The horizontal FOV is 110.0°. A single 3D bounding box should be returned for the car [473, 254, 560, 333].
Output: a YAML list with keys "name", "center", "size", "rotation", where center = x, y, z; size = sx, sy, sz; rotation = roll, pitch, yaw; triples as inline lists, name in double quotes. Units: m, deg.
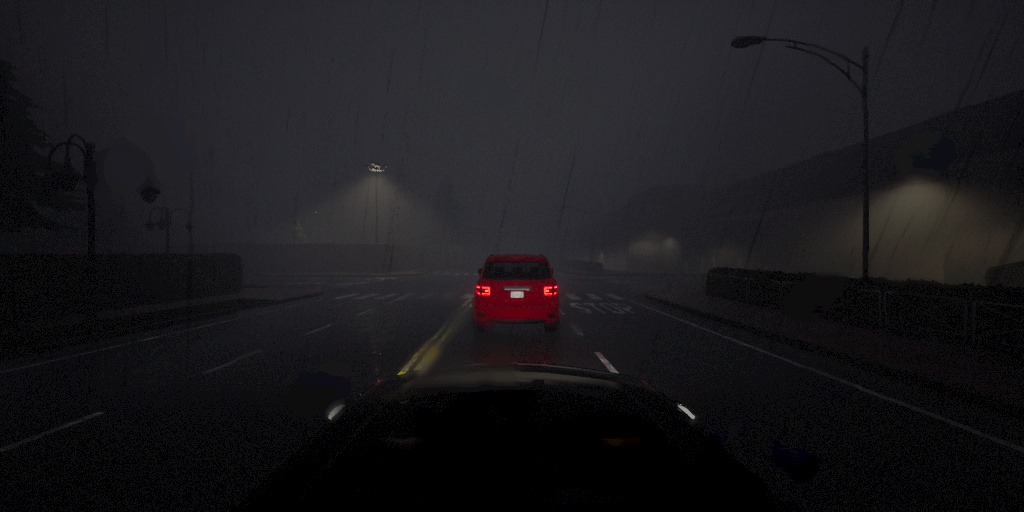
- name: "car"
  center: [0.122, 0.971, 10.828]
  size: [2.150, 2.045, 5.566]
  rotation: [0, 0, 0]

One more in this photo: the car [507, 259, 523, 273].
- name: "car"
  center: [0.356, 1.228, 45.596]
  size: [1.882, 1.535, 5.008]
  rotation: [0, 0, 1]
